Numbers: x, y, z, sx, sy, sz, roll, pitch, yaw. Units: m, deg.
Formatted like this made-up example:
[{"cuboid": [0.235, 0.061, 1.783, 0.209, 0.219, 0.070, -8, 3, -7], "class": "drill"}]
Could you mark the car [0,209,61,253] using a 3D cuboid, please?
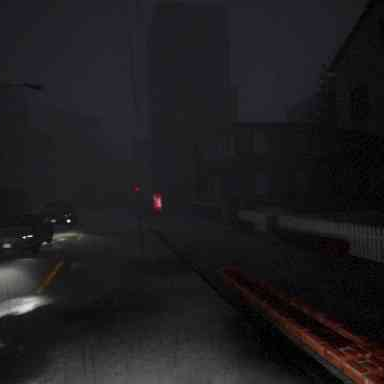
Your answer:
[{"cuboid": [-7.507, 1.780, 14.882, 2.128, 1.511, 4.902, -2, 0, -13], "class": "car"}]

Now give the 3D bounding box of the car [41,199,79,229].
[{"cuboid": [-9.917, 1.607, 25.094, 2.150, 2.045, 5.566, -2, 0, -13], "class": "car"}]
